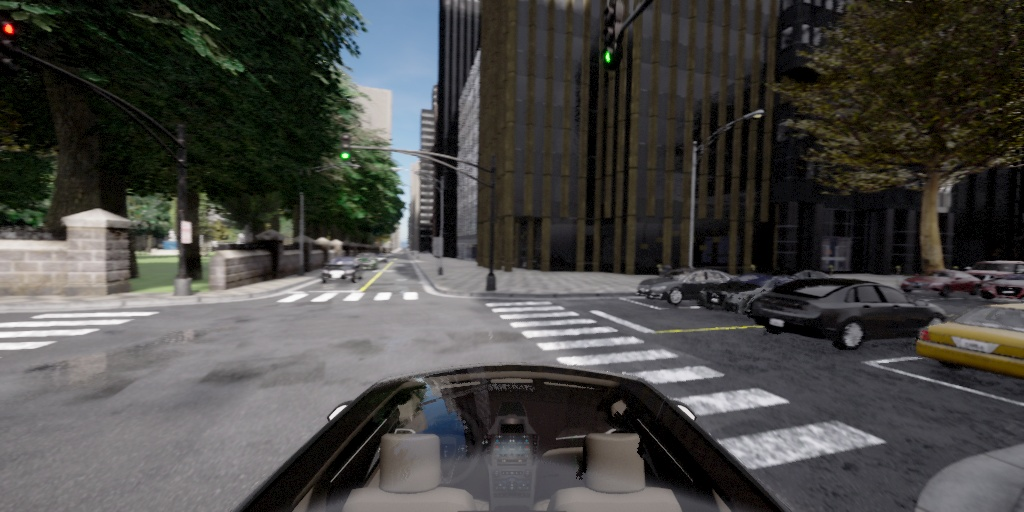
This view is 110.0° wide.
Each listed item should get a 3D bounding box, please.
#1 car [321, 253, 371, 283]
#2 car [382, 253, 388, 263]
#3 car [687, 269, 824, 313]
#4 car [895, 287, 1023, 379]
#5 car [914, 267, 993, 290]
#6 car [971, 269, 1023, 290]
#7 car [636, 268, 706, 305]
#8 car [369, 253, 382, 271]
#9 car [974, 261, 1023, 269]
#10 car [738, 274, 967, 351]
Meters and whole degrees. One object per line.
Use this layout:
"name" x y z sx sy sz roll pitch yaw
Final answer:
"car" -10.364 0.808 22.226 2.128 1.511 4.902 1 1 -15
"car" -19.914 0.288 54.642 2.128 1.511 4.902 1 1 -16
"car" 8.562 1.283 12.272 4.181 1.385 1.994 1 2 -16
"car" 9.780 1.450 6.552 4.829 1.417 1.751 0 0 -16
"car" 23.106 1.404 19.309 4.207 1.307 1.802 0 0 -16
"car" 24.588 1.493 16.938 4.181 1.385 1.994 1 2 -16
"car" 7.228 1.165 14.682 4.403 1.370 2.007 0 0 -16
"car" -14.088 0.463 34.749 2.097 1.767 4.553 1 1 -16
"car" 28.398 1.207 20.851 5.009 1.841 2.192 0 0 -16
"car" 8.491 1.337 9.027 4.892 1.490 1.837 1 2 -16
